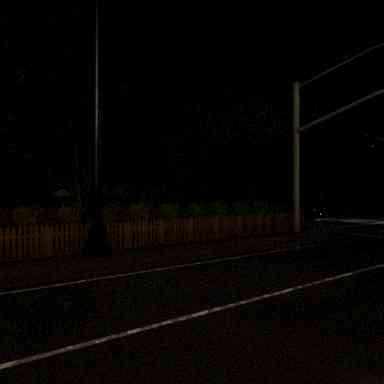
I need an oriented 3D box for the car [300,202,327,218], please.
[{"bbox_3d":[9.861,1.601,30.565,1.895,1.301,4.718,0,0,-35],"label":"car"}]
